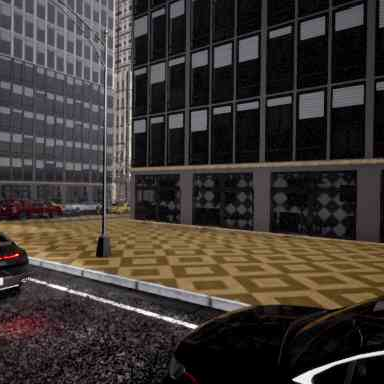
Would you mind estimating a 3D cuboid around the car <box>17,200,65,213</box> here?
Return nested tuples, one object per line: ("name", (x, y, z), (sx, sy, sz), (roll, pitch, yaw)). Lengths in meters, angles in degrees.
("car", (-17.636, 1.643, 39.063), (1.752, 1.417, 4.829), (1, 0, 37))

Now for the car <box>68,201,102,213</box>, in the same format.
("car", (-13.181, 1.795, 40.699), (1.895, 1.301, 4.718), (1, 0, 37))

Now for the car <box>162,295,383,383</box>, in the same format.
("car", (1.974, 1.505, 2.267), (4.892, 1.490, 1.837), (0, 0, 36))

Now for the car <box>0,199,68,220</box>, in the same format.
("car", (-14.173, 1.520, 29.675), (2.192, 1.841, 5.009), (1, 0, 37))

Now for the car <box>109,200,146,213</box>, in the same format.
("car", (-8.096, 1.808, 42.175), (1.812, 1.442, 4.674), (1, 0, 37))

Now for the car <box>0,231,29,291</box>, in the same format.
("car", (-5.742, 1.500, 7.811), (4.892, 1.490, 1.837), (0, 0, 36))

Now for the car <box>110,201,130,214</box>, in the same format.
("car", (-7.341, 1.830, 38.862), (1.752, 1.417, 4.829), (1, 0, 37))
